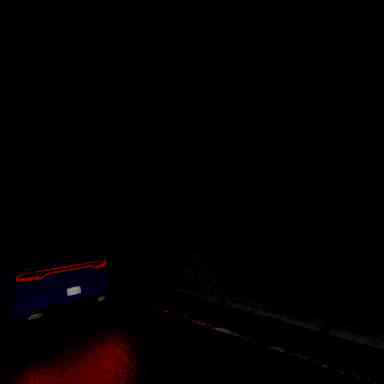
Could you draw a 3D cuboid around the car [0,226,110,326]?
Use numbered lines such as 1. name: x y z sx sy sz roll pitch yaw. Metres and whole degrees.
1. car: -3.767 1.476 7.150 5.008 1.535 1.882 0 0 43
